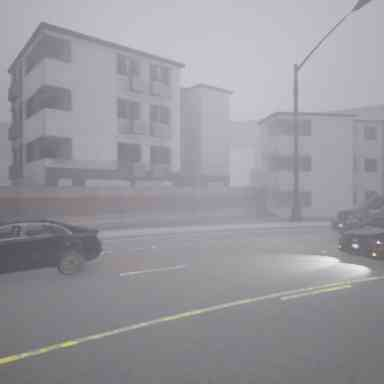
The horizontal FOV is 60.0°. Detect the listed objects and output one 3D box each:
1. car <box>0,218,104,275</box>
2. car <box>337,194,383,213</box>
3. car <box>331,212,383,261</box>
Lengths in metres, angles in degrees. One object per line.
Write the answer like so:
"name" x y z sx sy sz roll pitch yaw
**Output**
"car" -4.862 1.478 8.850 4.902 1.511 2.128 -1 0 -32
"car" 9.211 1.107 15.061 5.566 2.045 2.150 0 0 -11
"car" 6.977 1.479 10.839 4.181 1.385 1.994 0 0 -16
